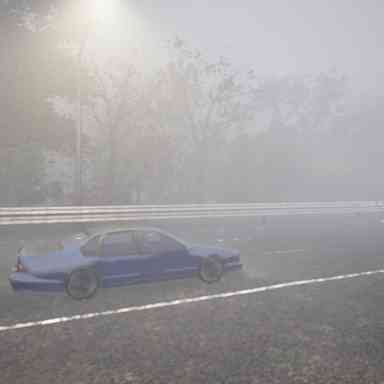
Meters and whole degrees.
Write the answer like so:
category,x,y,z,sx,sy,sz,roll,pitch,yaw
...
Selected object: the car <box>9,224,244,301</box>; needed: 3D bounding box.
category,x,y,z,sx,sy,sz,roll,pitch,yaw
car,-1.402,1.522,8.153,5.357,1.411,2.033,0,0,-25
